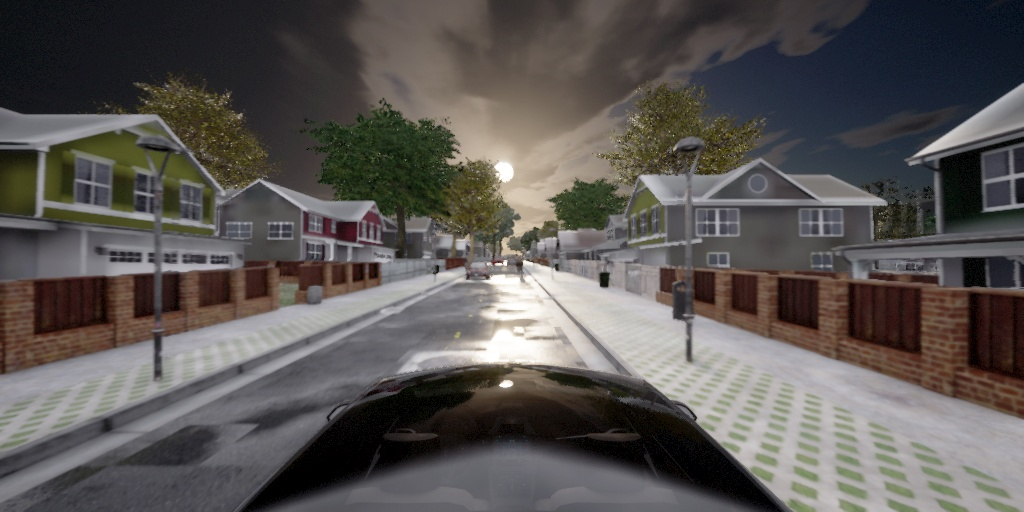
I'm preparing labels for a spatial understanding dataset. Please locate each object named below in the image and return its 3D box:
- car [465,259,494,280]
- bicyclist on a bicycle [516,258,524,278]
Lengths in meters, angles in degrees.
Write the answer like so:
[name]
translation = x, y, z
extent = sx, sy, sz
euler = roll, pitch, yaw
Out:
[car]
translation = -2.846, 1.235, 30.942
extent = 1.812, 1.442, 4.674
euler = 0, 0, 0
[bicyclist on a bicycle]
translation = 0.756, 1.080, 31.542
extent = 0.659, 1.776, 1.843
euler = 0, 0, 0
